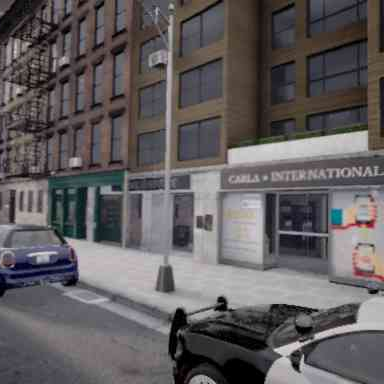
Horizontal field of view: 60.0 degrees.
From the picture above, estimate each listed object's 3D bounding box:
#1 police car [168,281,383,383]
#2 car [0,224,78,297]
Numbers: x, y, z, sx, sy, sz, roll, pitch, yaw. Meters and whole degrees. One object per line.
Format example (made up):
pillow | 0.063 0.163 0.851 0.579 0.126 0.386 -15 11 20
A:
police car | 1.865 1.609 2.842 5.238 1.638 1.930 -1 -4 44
car | -5.203 1.709 9.716 4.553 1.767 2.097 -1 -4 44
